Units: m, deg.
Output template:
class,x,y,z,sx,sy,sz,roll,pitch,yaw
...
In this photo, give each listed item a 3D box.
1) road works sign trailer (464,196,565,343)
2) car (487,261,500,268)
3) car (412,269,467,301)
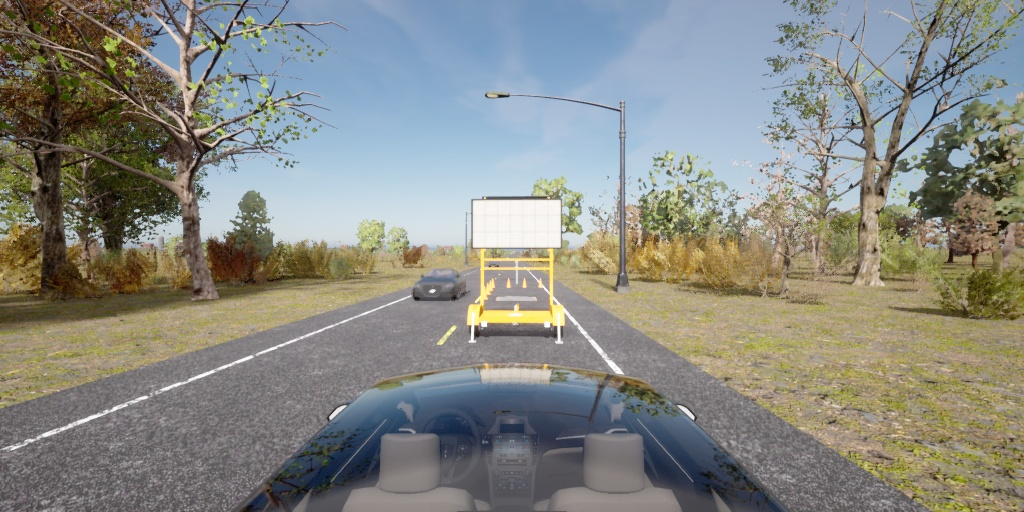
class,x,y,z,sx,sy,sz,roll,pitch,yaw
road works sign trailer,0.130,0.211,9.638,2.380,3.560,2.880,0,0,2
car,-3.039,1.268,59.846,2.033,1.411,5.357,0,0,1
car,-3.386,1.308,17.319,1.994,1.385,4.181,0,0,1
